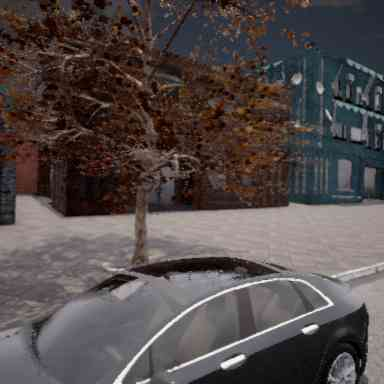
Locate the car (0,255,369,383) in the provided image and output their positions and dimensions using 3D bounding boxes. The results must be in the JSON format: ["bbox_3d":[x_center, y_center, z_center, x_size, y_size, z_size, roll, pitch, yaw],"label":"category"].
[{"bbox_3d":[-0.145,1.506,3.275,4.892,1.490,1.837,0,0,-36],"label":"car"}]
